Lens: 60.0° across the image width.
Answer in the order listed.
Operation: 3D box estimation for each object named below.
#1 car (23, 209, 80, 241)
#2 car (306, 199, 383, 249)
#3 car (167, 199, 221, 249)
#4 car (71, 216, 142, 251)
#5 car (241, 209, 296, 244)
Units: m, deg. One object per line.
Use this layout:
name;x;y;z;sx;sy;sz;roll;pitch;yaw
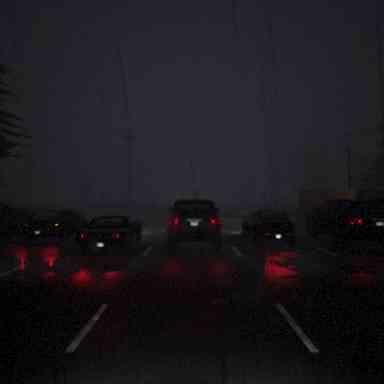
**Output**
car;-6.916;1.622;17.176;1.812;1.442;4.674;0;0;0
car;7.093;1.307;15.233;2.150;2.045;5.566;0;0;0
car;0.094;1.307;15.183;2.150;2.045;5.566;0;0;0
car;-3.408;1.683;14.602;1.895;1.301;4.718;0;0;0
car;3.593;1.596;16.229;1.837;1.490;4.892;0;0;0
